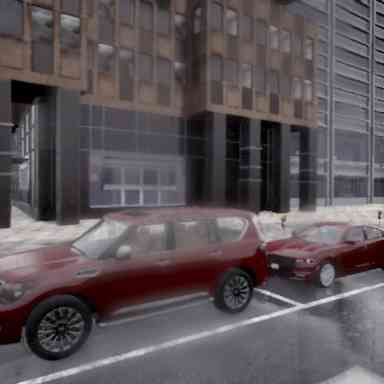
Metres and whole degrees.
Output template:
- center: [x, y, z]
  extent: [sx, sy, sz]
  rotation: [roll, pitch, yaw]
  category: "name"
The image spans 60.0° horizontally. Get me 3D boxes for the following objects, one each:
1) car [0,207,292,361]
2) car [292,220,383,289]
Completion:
- center: [-0.838, 1.252, 5.969]
  extent: [5.009, 1.841, 2.192]
  rotation: [0, 1, -32]
  category: "car"
- center: [3.832, 1.465, 8.922]
  extent: [4.507, 1.381, 1.887]
  rotation: [0, 1, -32]
  category: "car"
